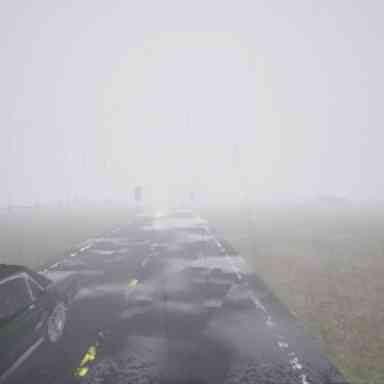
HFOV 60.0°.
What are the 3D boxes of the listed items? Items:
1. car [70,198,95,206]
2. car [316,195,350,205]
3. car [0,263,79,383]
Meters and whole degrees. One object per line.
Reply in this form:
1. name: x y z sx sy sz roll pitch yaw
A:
1. car: -20.697 1.923 62.879 4.892 1.490 1.837 0 -1 16
2. car: 21.356 1.240 50.450 4.674 1.442 1.812 -1 -1 16
3. car: -2.891 1.605 3.626 1.895 1.301 4.718 0 0 -1
